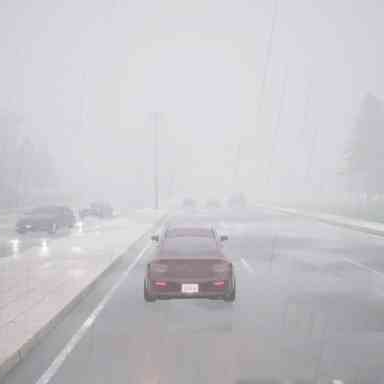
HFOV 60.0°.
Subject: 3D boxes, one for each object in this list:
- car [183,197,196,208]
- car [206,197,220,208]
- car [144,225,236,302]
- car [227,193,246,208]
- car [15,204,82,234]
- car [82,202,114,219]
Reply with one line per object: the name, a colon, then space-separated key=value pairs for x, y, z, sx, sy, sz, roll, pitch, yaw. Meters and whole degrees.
car: x=-0.442 y=1.505 z=49.194 sx=1.837 sy=1.490 sz=4.892 roll=0 pitch=0 yaw=-1
car: x=3.058 y=1.526 z=49.235 sx=1.812 sy=1.442 sz=4.674 roll=0 pitch=0 yaw=-1
car: x=-0.057 y=1.526 z=8.148 sx=1.812 sy=1.442 sz=4.674 roll=0 pitch=0 yaw=-1
car: x=6.558 y=1.221 z=49.221 sx=2.150 sy=2.045 sz=5.566 roll=0 pitch=0 yaw=-1
car: x=-8.246 y=1.505 z=19.180 sx=1.837 sy=1.490 sz=4.892 roll=0 pitch=0 yaw=0
car: x=-8.284 y=1.601 z=29.124 sx=1.895 sy=1.301 sz=4.718 roll=0 pitch=0 yaw=0
